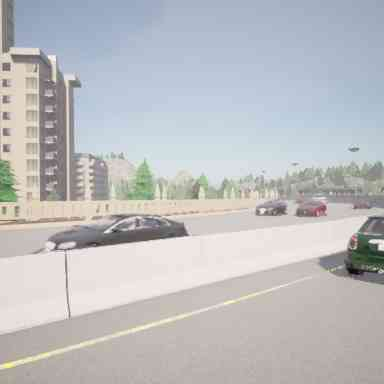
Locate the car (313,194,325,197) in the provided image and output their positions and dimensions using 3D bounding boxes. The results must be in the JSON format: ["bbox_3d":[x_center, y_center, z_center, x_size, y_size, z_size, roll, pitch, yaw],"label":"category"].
[{"bbox_3d":[26.645,1.502,69.256,2.150,2.045,5.566,0,0,9],"label":"car"}]

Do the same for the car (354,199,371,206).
[{"bbox_3d":[23.055,1.700,45.013,1.994,1.385,4.181,0,0,23],"label":"car"}]

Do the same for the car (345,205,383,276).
[{"bbox_3d":[6.189,1.357,9.330,4.553,1.767,2.097,0,0,-42],"label":"car"}]

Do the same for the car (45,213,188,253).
[{"bbox_3d":[-2.353,1.496,11.332,4.902,1.511,2.128,0,0,-40],"label":"car"}]

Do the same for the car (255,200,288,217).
[{"bbox_3d":[7.829,1.568,32.370,2.128,1.511,4.902,0,0,35],"label":"car"}]

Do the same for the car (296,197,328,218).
[{"bbox_3d":[11.312,1.550,31.241,1.882,1.535,5.008,0,0,34],"label":"car"}]
